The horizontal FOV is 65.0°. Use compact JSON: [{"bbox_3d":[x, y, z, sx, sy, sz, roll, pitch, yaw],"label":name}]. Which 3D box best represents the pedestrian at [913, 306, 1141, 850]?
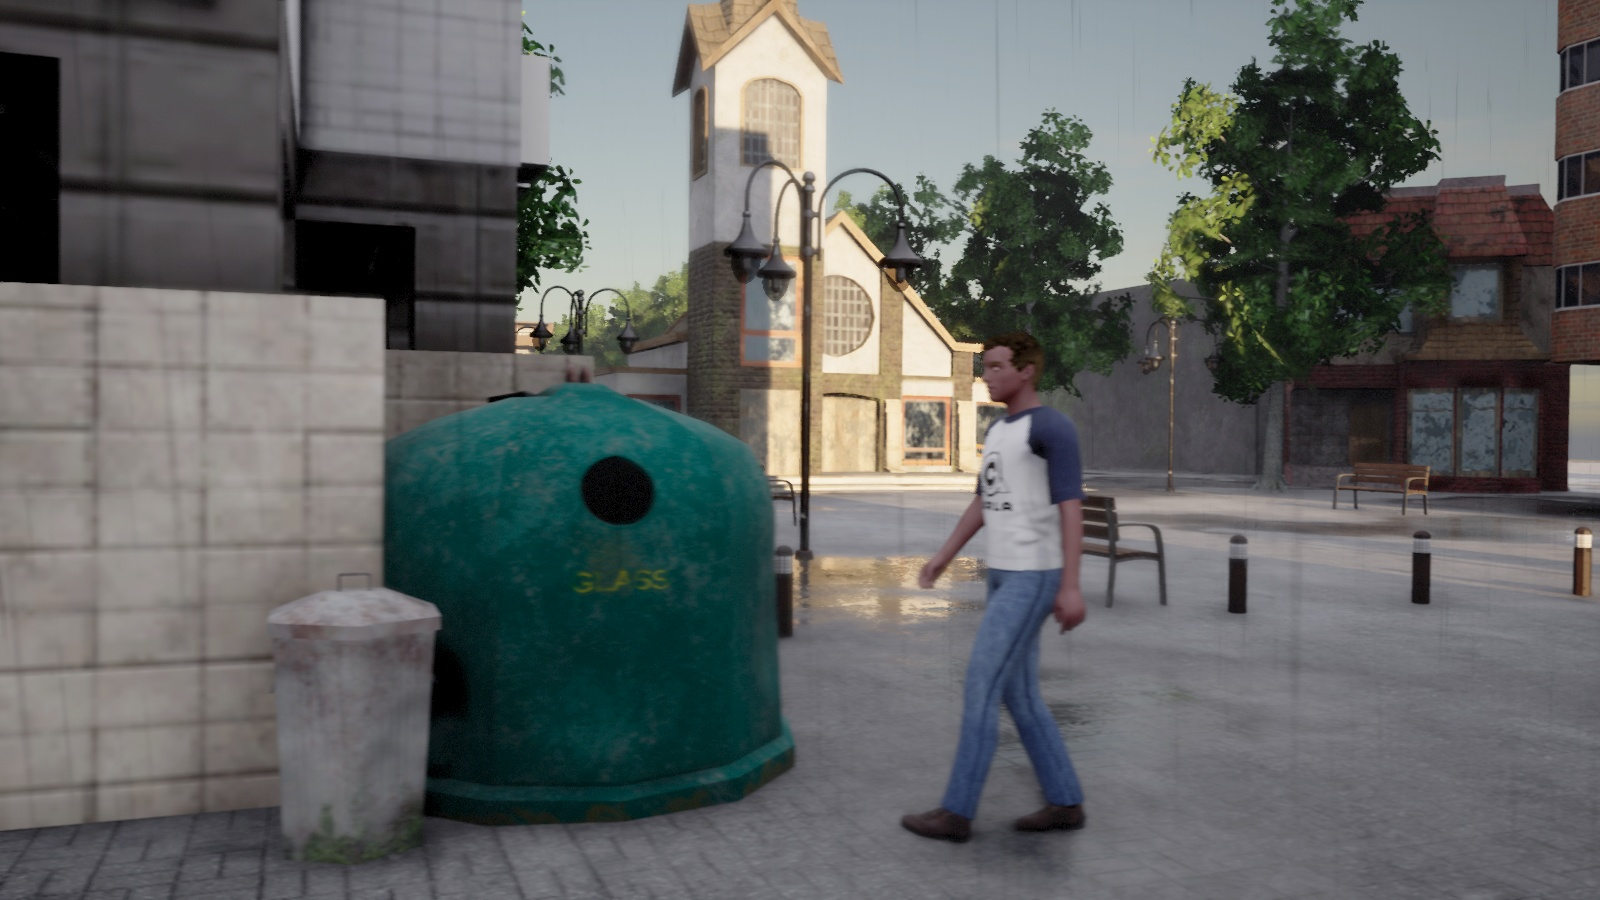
[{"bbox_3d":[0.801,0.429,4.479,0.706,1.836,0.354,-1,1,-12],"label":"pedestrian"}]
